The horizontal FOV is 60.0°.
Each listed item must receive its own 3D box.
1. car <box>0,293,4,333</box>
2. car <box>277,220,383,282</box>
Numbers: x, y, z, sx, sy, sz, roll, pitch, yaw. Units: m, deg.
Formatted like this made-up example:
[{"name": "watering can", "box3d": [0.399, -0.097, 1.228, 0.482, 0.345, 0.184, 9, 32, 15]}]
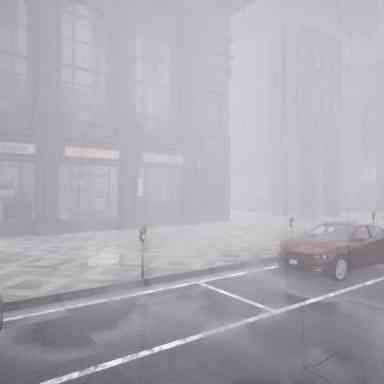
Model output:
[{"name": "car", "box3d": [-4.701, 1.315, 3.290, 5.009, 1.841, 2.192, 0, 0, -36]}, {"name": "car", "box3d": [4.419, 1.544, 9.798, 4.507, 1.381, 1.887, 0, 0, -36]}]
